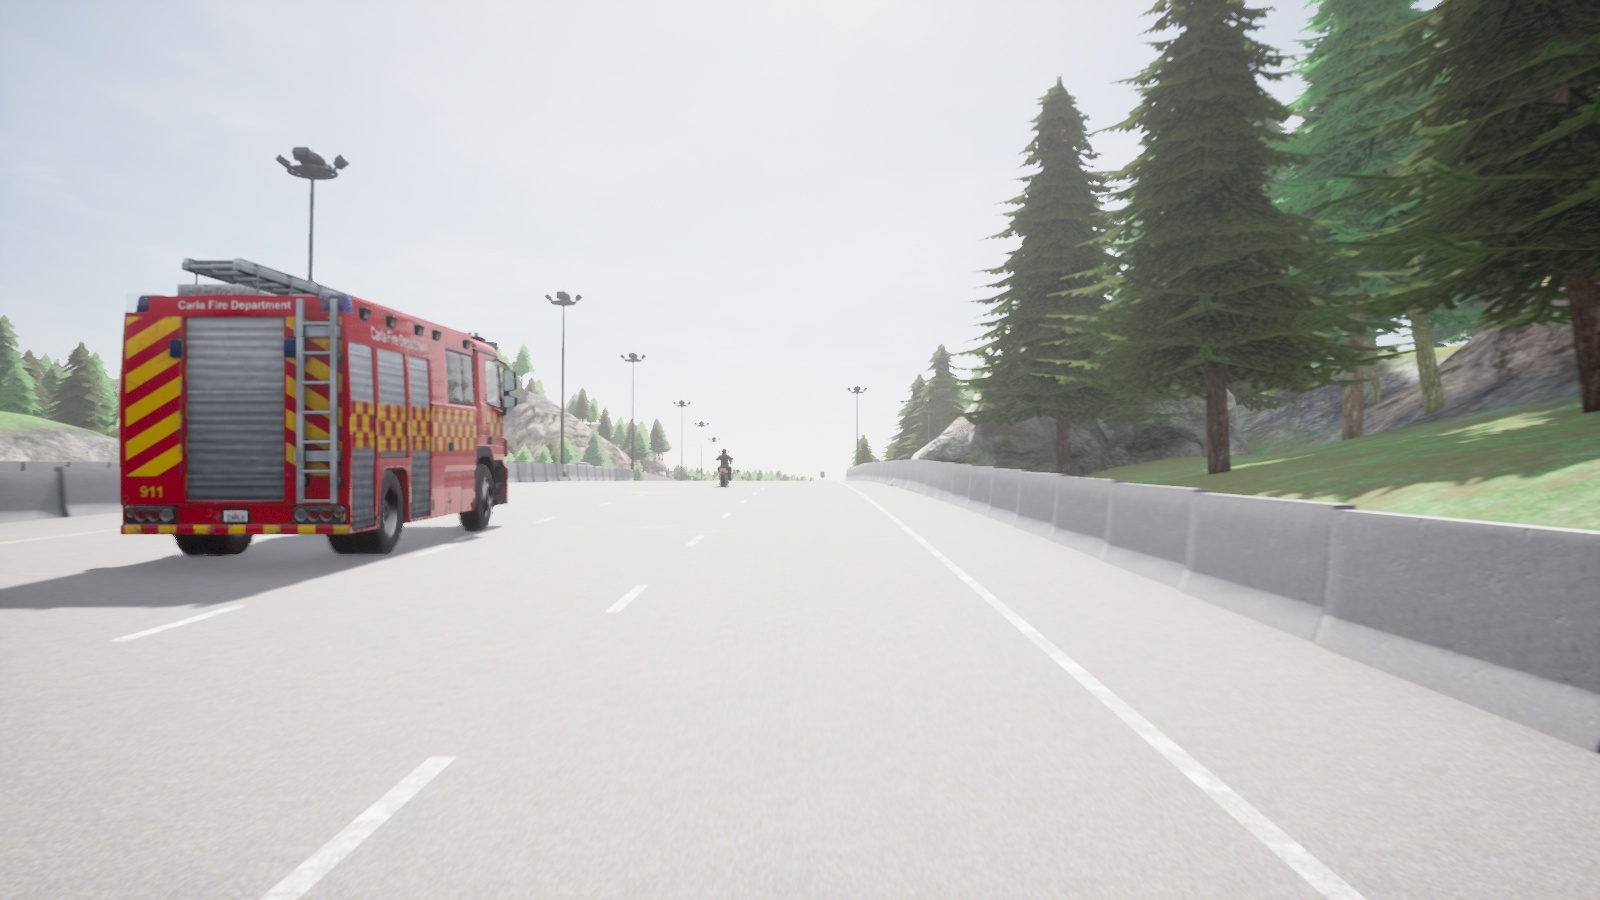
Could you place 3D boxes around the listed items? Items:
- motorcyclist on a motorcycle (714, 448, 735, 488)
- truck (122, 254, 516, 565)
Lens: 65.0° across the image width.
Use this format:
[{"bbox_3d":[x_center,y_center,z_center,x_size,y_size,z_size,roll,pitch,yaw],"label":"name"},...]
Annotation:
[{"bbox_3d":[-3.183,0.751,53.099,0.766,1.649,2.350,0,-1,0],"label":"motorcyclist on a motorcycle"},{"bbox_3d":[-6.872,-0.508,19.683,2.891,3.827,8.468,0,0,0],"label":"truck"}]
